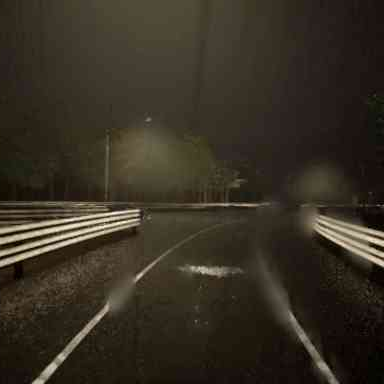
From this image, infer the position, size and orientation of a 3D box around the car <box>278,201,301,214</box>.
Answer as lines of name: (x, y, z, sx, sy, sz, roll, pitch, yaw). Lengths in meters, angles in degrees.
car: (16.385, 2.536, 55.722, 2.150, 2.045, 5.566, 0, -2, 38)

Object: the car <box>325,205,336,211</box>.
car: (31.974, 3.620, 76.044, 1.882, 1.535, 5.008, 0, -2, 37)

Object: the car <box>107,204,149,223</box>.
car: (-5.540, 1.705, 27.136, 1.812, 1.442, 4.674, 0, -2, 38)
